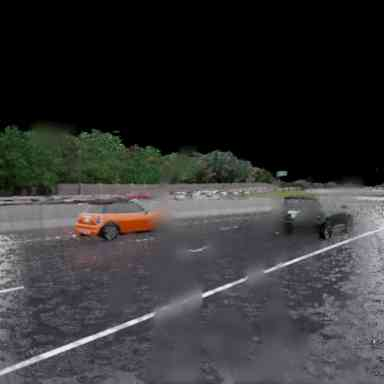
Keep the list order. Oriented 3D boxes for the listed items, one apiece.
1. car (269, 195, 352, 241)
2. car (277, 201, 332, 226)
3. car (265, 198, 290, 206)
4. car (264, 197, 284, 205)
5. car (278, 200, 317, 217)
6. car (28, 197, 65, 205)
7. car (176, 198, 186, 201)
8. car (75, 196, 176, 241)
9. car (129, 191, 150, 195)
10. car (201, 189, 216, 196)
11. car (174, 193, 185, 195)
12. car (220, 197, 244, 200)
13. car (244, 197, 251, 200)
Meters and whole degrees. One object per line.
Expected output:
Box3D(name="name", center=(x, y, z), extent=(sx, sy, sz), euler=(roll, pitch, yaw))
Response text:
Box3D(name="car", center=(6.332, 1.184, 16.884), extent=(2.150, 2.045, 5.566), euler=(0, 0, 41))
Box3D(name="car", center=(8.375, 1.468, 24.508), extent=(2.128, 1.511, 4.902), euler=(0, 0, 41))
Box3D(name="car", center=(15.475, 1.782, 59.920), extent=(2.033, 1.411, 5.357), euler=(0, -1, 42))
Box3D(name="car", center=(16.338, 1.814, 66.290), extent=(1.837, 1.490, 4.892), euler=(0, -1, 41))
Box3D(name="car", center=(10.302, 1.513, 32.148), extent=(1.837, 1.490, 4.892), euler=(0, 0, 41))
Box3D(name="car", center=(-17.111, 1.320, 39.240), extent=(1.994, 1.385, 4.181), euler=(1, 1, 27))
Box3D(name="car", center=(-2.235, 1.513, 44.679), extent=(1.895, 1.301, 4.718), euler=(0, 0, 41))
Box3D(name="car", center=(-3.246, 1.257, 16.301), extent=(2.097, 1.767, 4.553), euler=(0, 0, 41))
Box3D(name="car", center=(-9.131, 0.818, 56.192), extent=(2.150, 2.045, 5.566), euler=(1, 1, 25))
Box3D(name="car", center=(4.180, 0.224, 83.462), extent=(2.150, 2.045, 5.566), euler=(1, 2, 27))
Box3D(name="car", center=(-2.665, 0.900, 69.934), extent=(1.994, 1.385, 4.181), euler=(1, 1, 25))
Box3D(name="car", center=(5.019, 1.514, 47.789), extent=(1.837, 1.490, 4.892), euler=(0, 0, 41))
Box3D(name="car", center=(8.669, 1.622, 57.349), extent=(1.837, 1.490, 4.892), euler=(0, -1, 41))
